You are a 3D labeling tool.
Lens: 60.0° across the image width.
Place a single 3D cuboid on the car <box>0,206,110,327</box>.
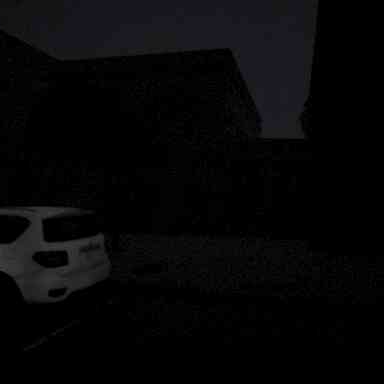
[{"bbox_3d":[-4.504,1.331,7.189,5.566,2.045,2.435,0,-1,17],"label":"car"}]
